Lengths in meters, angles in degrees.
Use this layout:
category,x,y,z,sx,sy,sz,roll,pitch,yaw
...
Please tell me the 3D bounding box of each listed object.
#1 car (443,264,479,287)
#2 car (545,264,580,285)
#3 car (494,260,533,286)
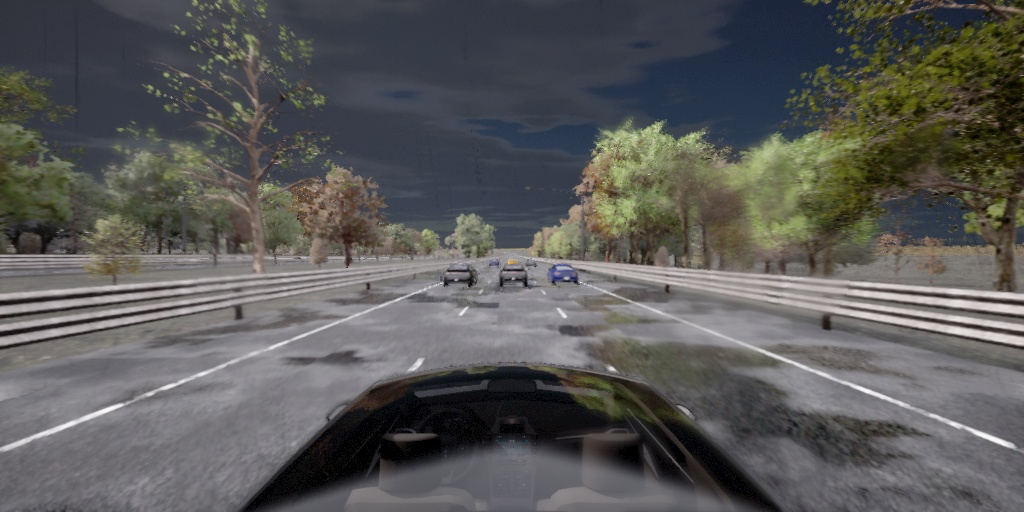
category,x,y,z,sx,sy,sz,roll,pitch,yaw
car,-3.400,1.255,24.393,2.128,1.511,4.902,0,0,0
car,3.605,1.289,25.921,1.812,1.442,4.674,0,0,0
car,0.101,1.254,25.351,2.128,1.511,4.902,0,0,0
